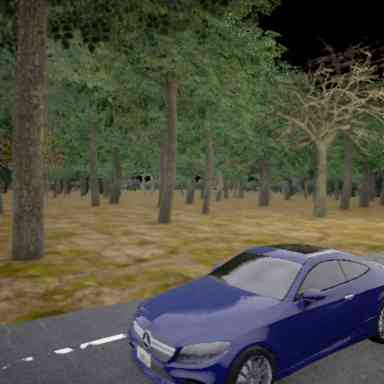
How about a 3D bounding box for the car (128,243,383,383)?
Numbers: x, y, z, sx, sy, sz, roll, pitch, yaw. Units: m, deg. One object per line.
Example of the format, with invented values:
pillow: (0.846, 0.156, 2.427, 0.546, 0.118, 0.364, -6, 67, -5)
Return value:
car: (1.374, 1.561, 4.989, 4.674, 1.442, 1.812, 1, 0, -35)
